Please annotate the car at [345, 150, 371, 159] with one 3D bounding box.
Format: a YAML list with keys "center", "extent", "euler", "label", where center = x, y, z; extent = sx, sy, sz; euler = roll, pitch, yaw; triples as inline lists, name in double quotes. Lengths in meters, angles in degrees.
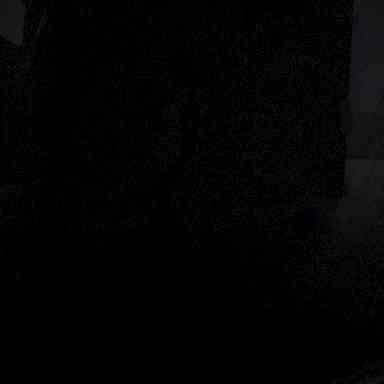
- center: [17.861, -3.980, 37.911]
  extent: [4.553, 1.767, 2.185]
  euler: [3, -2, 11]
  label: "car"
